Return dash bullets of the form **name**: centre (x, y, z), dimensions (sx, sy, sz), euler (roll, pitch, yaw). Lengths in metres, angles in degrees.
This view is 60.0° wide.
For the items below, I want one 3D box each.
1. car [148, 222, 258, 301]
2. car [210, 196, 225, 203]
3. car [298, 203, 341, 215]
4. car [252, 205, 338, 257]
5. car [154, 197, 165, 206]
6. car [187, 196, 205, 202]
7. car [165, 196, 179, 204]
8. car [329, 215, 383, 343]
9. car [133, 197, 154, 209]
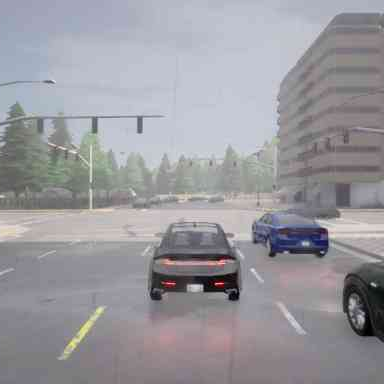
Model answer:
- **car**: centre (0.068, 1.492, 8.325), dimensions (2.128, 1.511, 4.902), euler (0, 0, 0)
- **car**: centre (5.371, 1.564, 69.797), dimensions (1.994, 1.385, 4.181), euler (0, 0, 29)
- **car**: centre (10.350, 1.606, 28.299), dimensions (4.181, 1.385, 1.994), euler (1, 0, 0)
- **car**: centre (3.588, 1.478, 12.970), dimensions (1.882, 1.535, 5.008), euler (0, 0, 0)
- **car**: centre (-6.356, 1.525, 56.307), dimensions (1.812, 1.442, 4.674), euler (0, 0, 8)
- **car**: centre (0.922, 1.595, 76.489), dimensions (1.895, 1.301, 4.718), euler (0, 0, 34)
- **car**: centre (-4.211, 1.505, 66.276), dimensions (1.837, 1.490, 4.892), euler (0, 0, 20)
- **car**: centre (3.601, 1.352, 3.818), dimensions (2.097, 1.767, 4.553), euler (0, 0, 0)
- **car**: centre (-6.975, 1.526, 46.403), dimensions (1.812, 1.442, 4.674), euler (0, 0, 2)
